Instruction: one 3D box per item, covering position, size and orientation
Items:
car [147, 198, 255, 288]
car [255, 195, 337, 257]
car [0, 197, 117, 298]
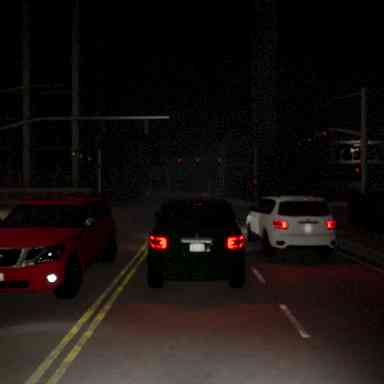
[{"bbox_3d":[0.097,1.159,9.207,2.150,2.045,5.566,0,1,0],"label":"car"},{"bbox_3d":[3.503,1.134,12.674,2.150,2.045,5.566,0,0,0],"label":"car"},{"bbox_3d":[-3.510,1.163,8.728,2.150,2.045,5.566,0,0,0],"label":"car"}]
